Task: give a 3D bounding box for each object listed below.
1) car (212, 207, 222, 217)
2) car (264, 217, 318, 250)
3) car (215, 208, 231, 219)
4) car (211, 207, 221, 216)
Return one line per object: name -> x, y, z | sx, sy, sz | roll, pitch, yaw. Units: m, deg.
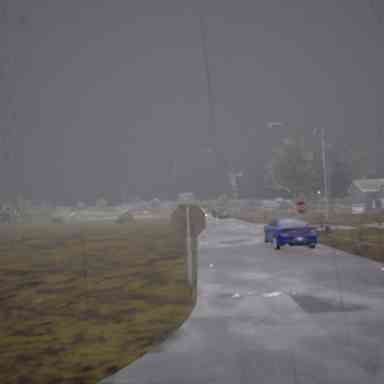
car -> 6.114, 4.620, 76.870 | 2.150, 2.045, 5.566 | -2, -3, 1
car -> 5.022, 2.053, 17.529 | 1.882, 1.535, 5.008 | -2, -2, 3
car -> 5.904, 4.150, 60.886 | 1.994, 1.385, 4.181 | -2, -3, 1
car -> 6.330, 5.153, 87.529 | 2.150, 2.045, 5.566 | -2, -3, 1
